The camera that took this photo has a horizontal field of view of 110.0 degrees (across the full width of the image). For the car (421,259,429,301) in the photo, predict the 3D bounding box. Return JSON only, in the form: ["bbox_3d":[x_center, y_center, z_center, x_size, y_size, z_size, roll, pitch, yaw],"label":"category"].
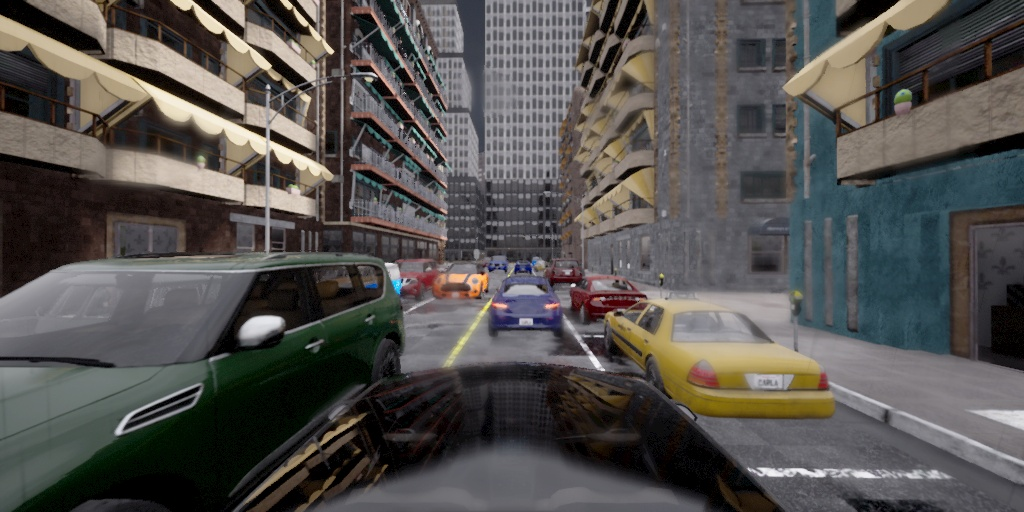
[{"bbox_3d":[-4.821,1.063,17.380,2.192,1.841,5.009,0,0,2],"label":"car"}]

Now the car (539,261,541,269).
[{"bbox_3d":[3.381,1.273,28.603,1.751,1.417,4.829,0,0,2],"label":"car"}]

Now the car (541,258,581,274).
[{"bbox_3d":[3.217,1.063,22.795,2.192,1.841,5.009,0,0,2],"label":"car"}]

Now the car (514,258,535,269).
[{"bbox_3d":[1.231,1.228,39.877,1.882,1.535,5.008,0,0,2],"label":"car"}]

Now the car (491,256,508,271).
[{"bbox_3d":[-1.613,0.973,43.287,2.150,2.045,5.566,0,0,2],"label":"car"}]

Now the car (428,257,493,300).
[{"bbox_3d":[-2.335,1.101,17.564,2.097,1.767,4.553,0,0,2],"label":"car"}]

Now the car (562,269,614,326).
[{"bbox_3d":[2.896,1.293,11.519,1.888,1.381,4.507,0,0,2],"label":"car"}]

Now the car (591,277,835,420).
[{"bbox_3d":[2.741,1.274,6.051,1.751,1.417,4.829,0,0,2],"label":"car"}]

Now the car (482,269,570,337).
[{"bbox_3d":[0.386,1.274,10.147,1.812,1.442,4.674,0,0,2],"label":"car"}]

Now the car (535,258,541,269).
[{"bbox_3d":[3.861,1.277,45.517,1.751,1.417,4.829,0,0,2],"label":"car"}]

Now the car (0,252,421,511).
[{"bbox_3d":[-2.751,0.974,3.270,2.150,2.045,5.566,0,0,2],"label":"car"}]
